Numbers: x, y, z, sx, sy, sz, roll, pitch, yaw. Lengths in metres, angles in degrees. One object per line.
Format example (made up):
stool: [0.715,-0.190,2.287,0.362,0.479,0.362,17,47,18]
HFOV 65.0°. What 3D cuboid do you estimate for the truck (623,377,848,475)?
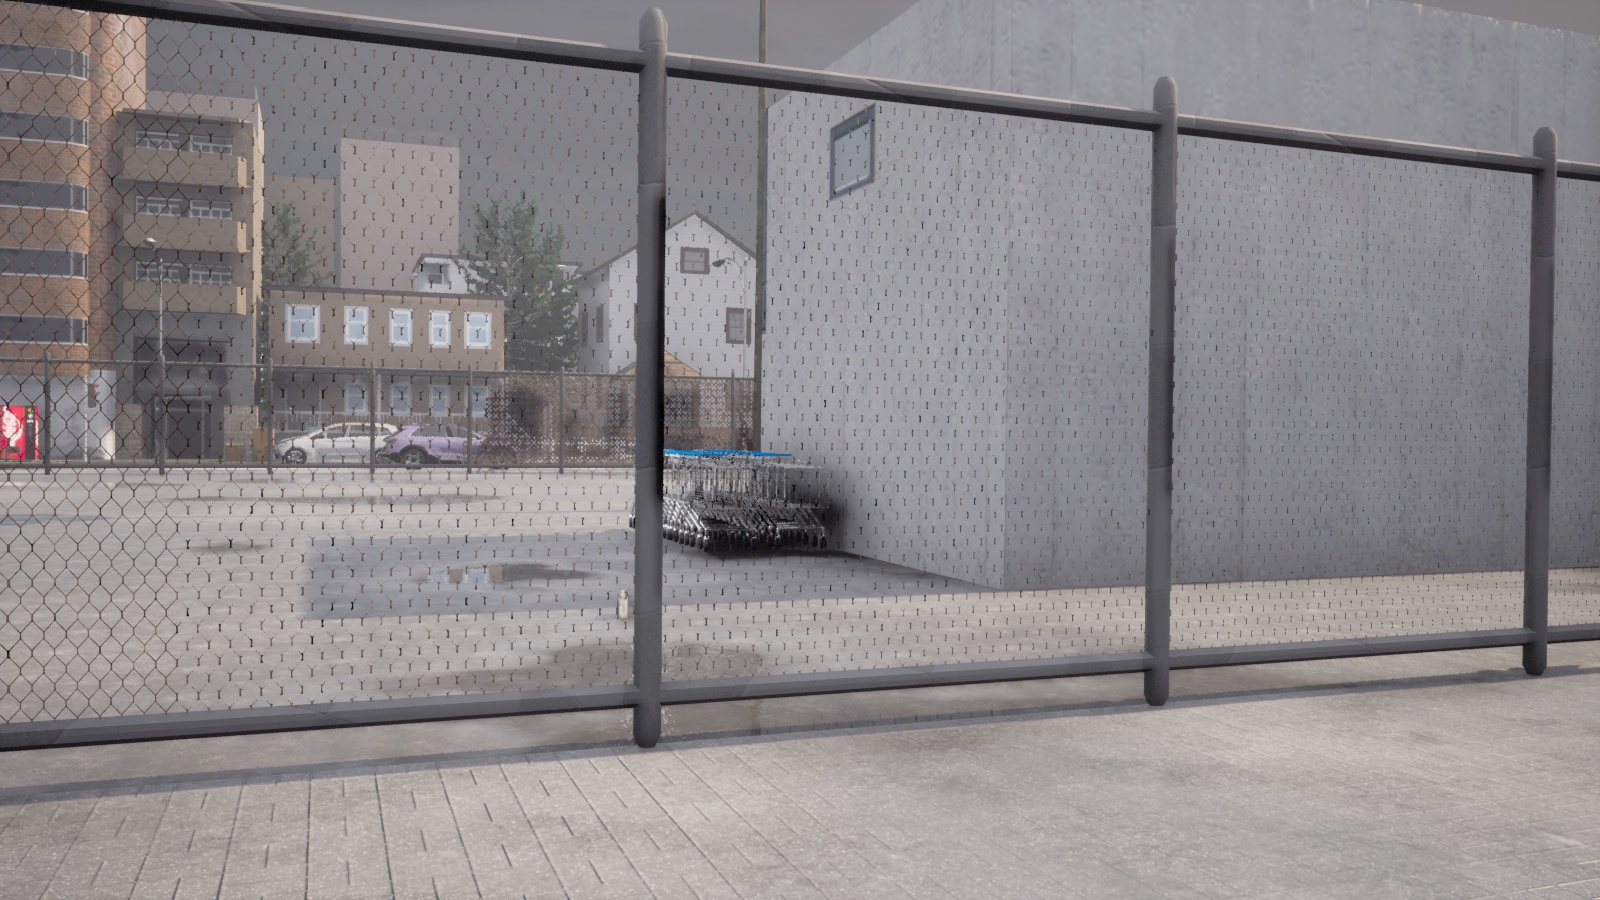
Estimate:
truck: [-2.431,-0.924,47.105,7.936,3.462,2.891,-1,1,-18]

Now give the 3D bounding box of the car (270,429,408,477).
car: [-16.789,0.078,45.866,4.611,1.667,2.242,-1,1,-20]

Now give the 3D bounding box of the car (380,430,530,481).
car: [-11.962,0.150,43.462,4.856,1.649,2.033,-1,1,-19]
